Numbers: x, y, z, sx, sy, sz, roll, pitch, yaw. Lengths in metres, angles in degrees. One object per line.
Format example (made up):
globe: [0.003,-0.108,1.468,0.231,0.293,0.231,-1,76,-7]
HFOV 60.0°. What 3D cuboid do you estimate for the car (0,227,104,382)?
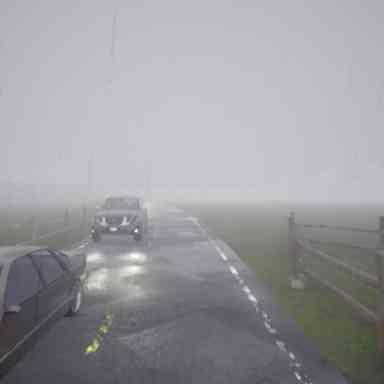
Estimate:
car: [-2.965,1.549,4.732,2.033,1.411,5.357,0,0,-1]

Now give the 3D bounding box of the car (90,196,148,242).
car: [-3.403,1.214,16.608,2.150,2.045,5.566,0,0,-3]
